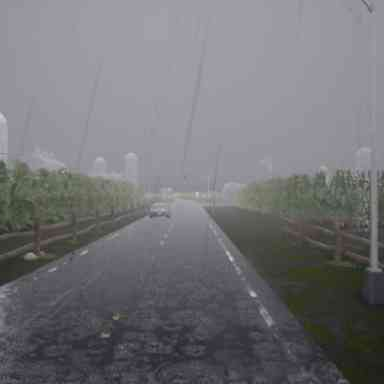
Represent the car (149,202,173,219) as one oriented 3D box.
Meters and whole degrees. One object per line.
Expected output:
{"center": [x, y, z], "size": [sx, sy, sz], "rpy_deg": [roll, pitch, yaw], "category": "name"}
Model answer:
{"center": [-2.861, 1.699, 31.150], "size": [1.837, 1.490, 4.892], "rpy_deg": [0, 0, 0], "category": "car"}
